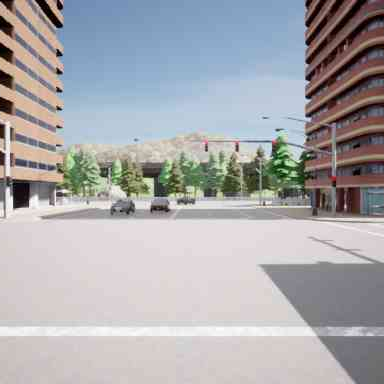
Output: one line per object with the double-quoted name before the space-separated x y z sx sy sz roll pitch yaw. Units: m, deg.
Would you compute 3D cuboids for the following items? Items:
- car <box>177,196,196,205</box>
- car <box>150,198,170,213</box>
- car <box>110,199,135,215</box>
"car" -1.086 1.478 58.871 2.128 1.511 4.902 0 0 -27
"car" -3.545 1.478 37.625 1.882 1.535 5.008 0 0 0
"car" -7.066 1.492 34.303 2.128 1.511 4.902 0 0 0
